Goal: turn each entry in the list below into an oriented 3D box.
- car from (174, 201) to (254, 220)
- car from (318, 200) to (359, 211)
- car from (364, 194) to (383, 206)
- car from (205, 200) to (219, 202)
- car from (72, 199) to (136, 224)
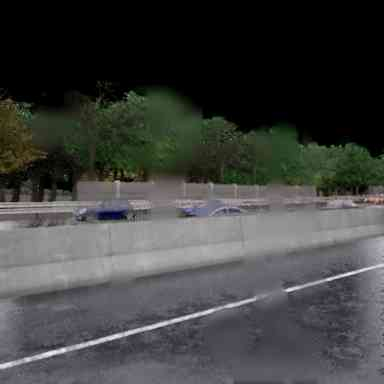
[{"bbox_3d":[1.233,1.481,17.785,4.902,1.511,2.128,0,0,-36],"label":"car"},{"bbox_3d":[13.723,1.453,31.017,4.674,1.442,1.812,0,0,-36],"label":"car"},{"bbox_3d":[27.657,1.134,49.551,4.553,1.767,2.097,-1,0,-35],"label":"car"},{"bbox_3d":[1.441,1.453,26.540,5.008,1.535,1.882,0,0,-36],"label":"car"},{"bbox_3d":[-6.597,1.349,25.091,4.553,1.767,2.097,0,0,-36],"label":"car"}]
